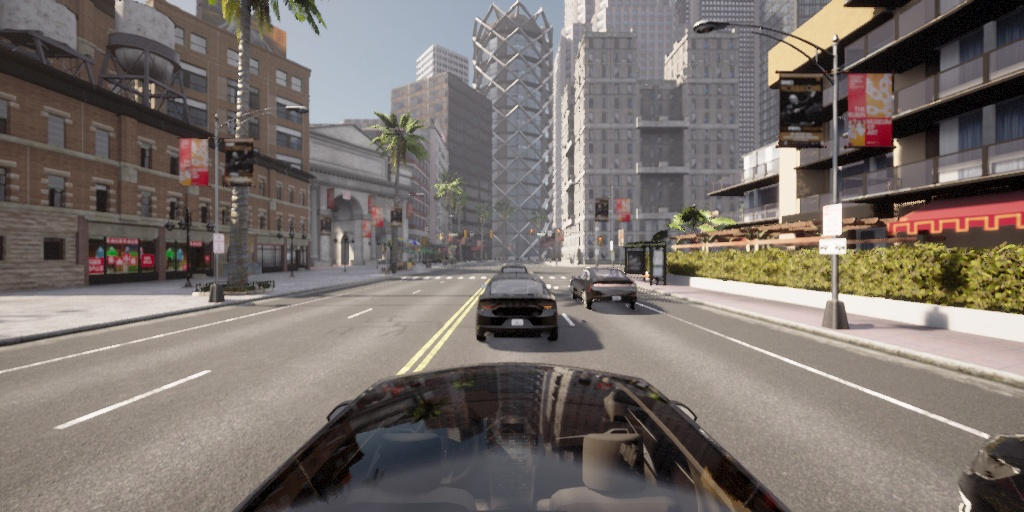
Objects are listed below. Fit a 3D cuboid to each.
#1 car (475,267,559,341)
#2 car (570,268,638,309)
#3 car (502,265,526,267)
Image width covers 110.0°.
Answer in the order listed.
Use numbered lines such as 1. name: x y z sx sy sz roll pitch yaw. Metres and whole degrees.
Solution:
1. car: 0.110 1.220 9.884 1.882 1.535 5.008 0 0 0
2. car: 3.606 1.230 14.764 2.128 1.511 4.902 0 0 0
3. car: 0.103 1.237 19.251 1.837 1.490 4.892 0 0 0
